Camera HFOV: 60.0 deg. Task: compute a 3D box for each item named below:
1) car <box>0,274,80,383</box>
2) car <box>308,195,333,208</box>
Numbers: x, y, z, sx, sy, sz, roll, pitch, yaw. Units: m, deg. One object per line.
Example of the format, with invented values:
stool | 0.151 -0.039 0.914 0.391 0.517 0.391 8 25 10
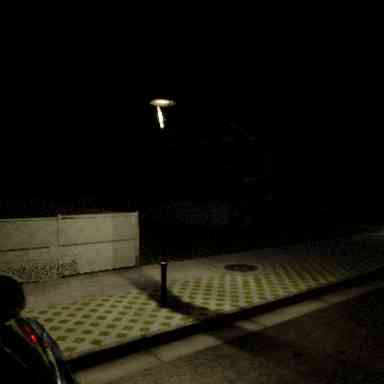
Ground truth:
car | -2.651 1.353 1.178 4.553 1.767 2.097 0 0 -35
car | 14.411 1.153 40.365 5.008 1.535 1.882 1 1 34
